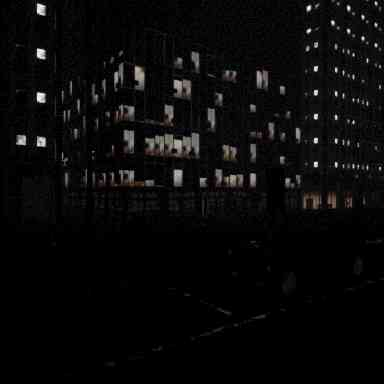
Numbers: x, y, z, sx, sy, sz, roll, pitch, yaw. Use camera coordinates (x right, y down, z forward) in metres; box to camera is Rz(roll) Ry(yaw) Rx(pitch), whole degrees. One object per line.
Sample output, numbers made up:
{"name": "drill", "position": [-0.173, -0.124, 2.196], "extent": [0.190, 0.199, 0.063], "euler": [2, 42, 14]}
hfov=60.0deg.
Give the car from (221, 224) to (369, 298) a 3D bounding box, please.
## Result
{"name": "car", "position": [2.756, 1.545, 8.530], "extent": [4.507, 1.381, 1.887], "euler": [0, 0, -36]}
